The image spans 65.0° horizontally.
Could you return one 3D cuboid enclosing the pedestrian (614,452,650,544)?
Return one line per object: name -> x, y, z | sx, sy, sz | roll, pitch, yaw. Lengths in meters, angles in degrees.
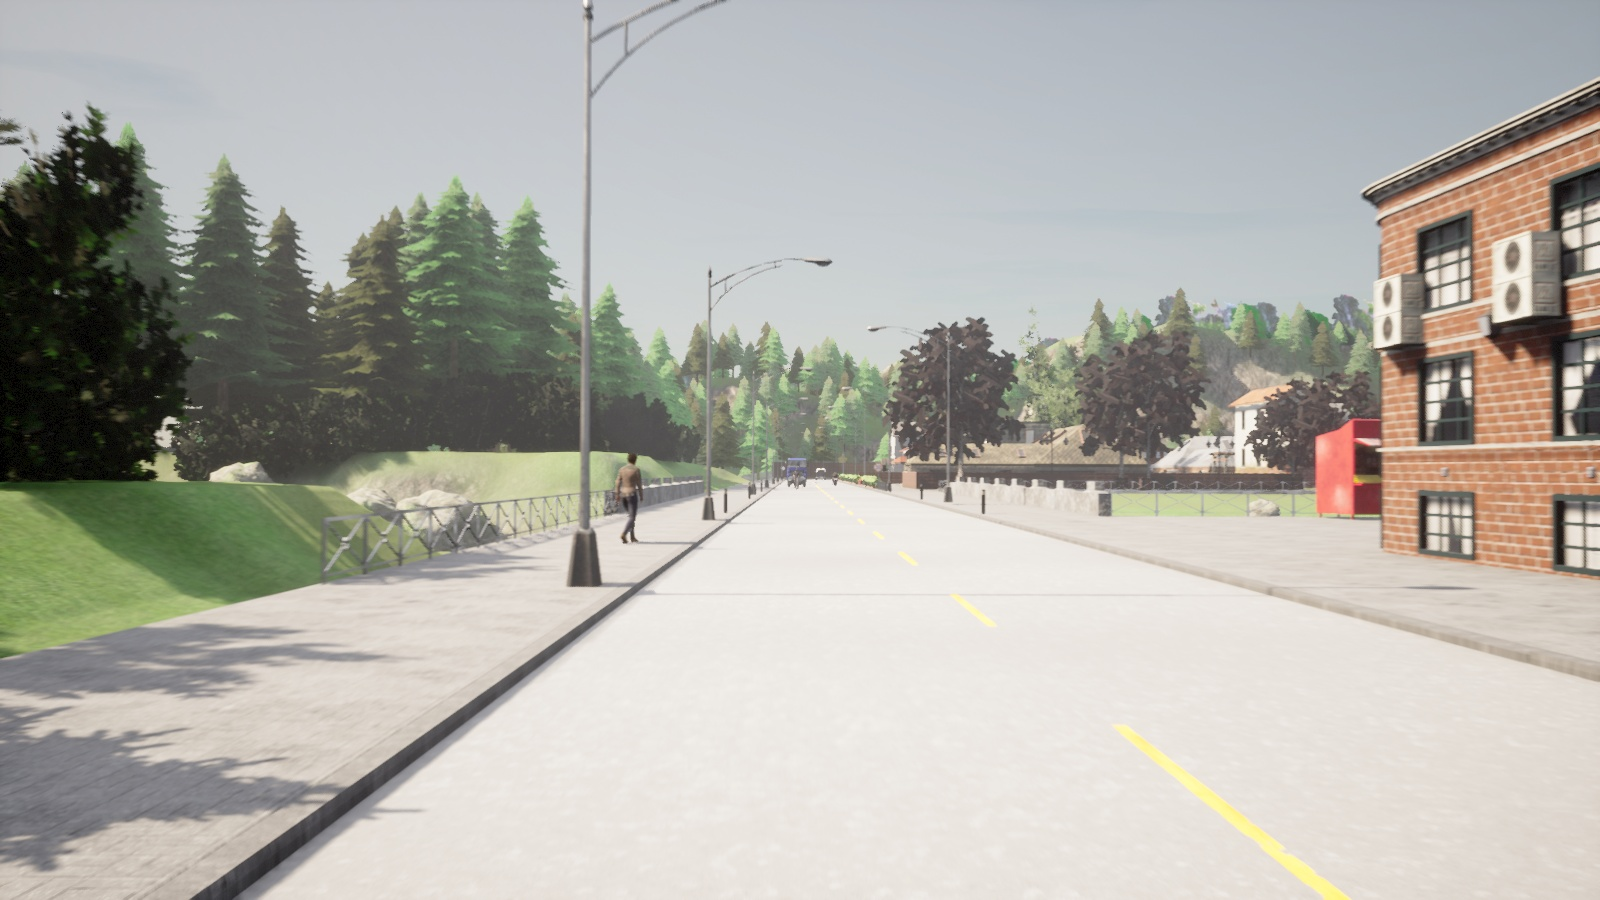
pedestrian -> -3.355, 0.957, 25.135 | 0.328, 1.805, 0.869 | -1, -1, 23
